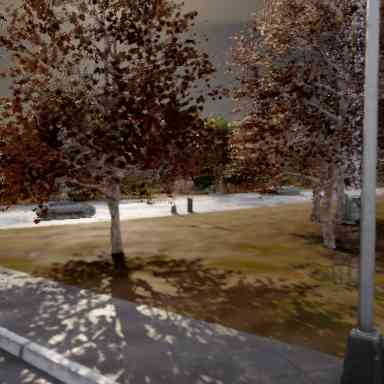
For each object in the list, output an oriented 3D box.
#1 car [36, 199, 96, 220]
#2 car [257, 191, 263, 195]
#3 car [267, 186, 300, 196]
[{"bbox_3d":[-9.436,1.251,25.120,4.181,1.385,1.994,-1,2,-40],"label":"car"},{"bbox_3d":[12.329,-0.242,51.568,4.718,1.301,1.895,-3,2,-25],"label":"car"},{"bbox_3d":[13.614,-0.200,48.304,4.181,1.385,1.994,-3,2,-25],"label":"car"}]
